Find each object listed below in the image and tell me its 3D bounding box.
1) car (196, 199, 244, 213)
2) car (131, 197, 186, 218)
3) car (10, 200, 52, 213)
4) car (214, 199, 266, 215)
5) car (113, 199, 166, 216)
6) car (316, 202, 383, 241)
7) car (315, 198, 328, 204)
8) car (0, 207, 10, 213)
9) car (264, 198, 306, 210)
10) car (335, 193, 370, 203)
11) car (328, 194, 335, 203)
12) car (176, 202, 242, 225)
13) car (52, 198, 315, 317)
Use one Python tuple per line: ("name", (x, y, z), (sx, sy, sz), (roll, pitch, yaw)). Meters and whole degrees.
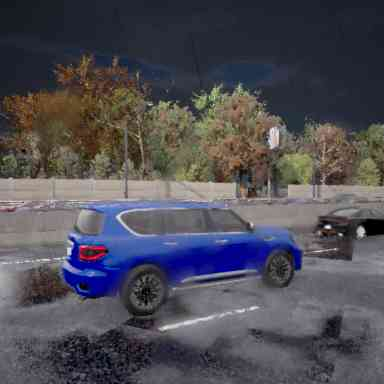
("car", (3.263, 1.548, 38.161), (5.357, 1.411, 2.033), (0, 0, -30))
("car", (-3.077, 1.352, 30.401), (4.553, 1.767, 2.097), (0, 0, -30))
("car", (-11.067, 1.492, 25.738), (4.902, 1.511, 2.128), (0, 0, -30))
("car", (5.119, 1.548, 35.186), (5.357, 1.411, 2.033), (0, 0, -30))
("car", (-5.179, 1.505, 33.224), (4.892, 1.490, 1.837), (0, 0, -30))
("car", (8.411, 1.477, 16.613), (5.008, 1.535, 1.882), (0, 0, -30))
("car", (13.528, 1.494, 40.093), (4.902, 1.511, 2.128), (0, 0, -30))
("car", (-13.557, 1.478, 28.339), (5.008, 1.535, 1.882), (0, 0, -30))
("car", (12.150, 1.550, 43.340), (5.357, 1.411, 2.033), (0, 0, -30))
("car", (22.053, 1.359, 45.067), (4.553, 1.767, 2.097), (0, 0, -30))
("car", (21.976, 1.227, 49.074), (5.566, 2.045, 2.150), (0, 0, -30))
("car", (1.315, 1.525, 24.864), (4.674, 1.442, 1.812), (0, 0, -30))
("car", (-0.016, 1.219, 7.642), (5.566, 2.045, 2.150), (0, 0, -30))
